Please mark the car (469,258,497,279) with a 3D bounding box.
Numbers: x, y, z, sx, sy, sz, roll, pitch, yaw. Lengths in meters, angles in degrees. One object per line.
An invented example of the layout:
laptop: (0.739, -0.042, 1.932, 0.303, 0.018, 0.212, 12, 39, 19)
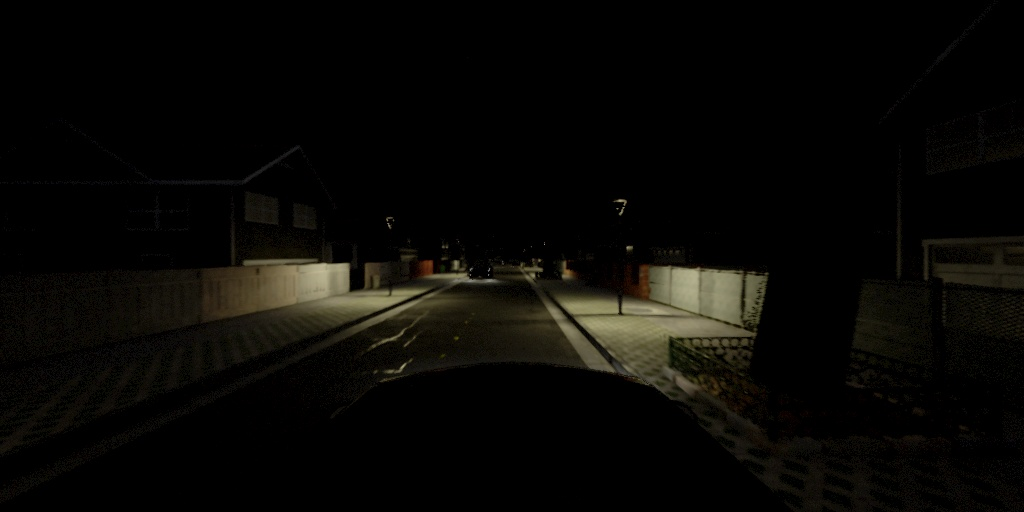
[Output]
car: (-2.847, 1.247, 34.023, 2.097, 1.767, 4.553, 0, 0, 0)
